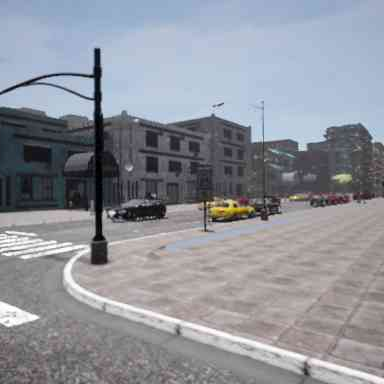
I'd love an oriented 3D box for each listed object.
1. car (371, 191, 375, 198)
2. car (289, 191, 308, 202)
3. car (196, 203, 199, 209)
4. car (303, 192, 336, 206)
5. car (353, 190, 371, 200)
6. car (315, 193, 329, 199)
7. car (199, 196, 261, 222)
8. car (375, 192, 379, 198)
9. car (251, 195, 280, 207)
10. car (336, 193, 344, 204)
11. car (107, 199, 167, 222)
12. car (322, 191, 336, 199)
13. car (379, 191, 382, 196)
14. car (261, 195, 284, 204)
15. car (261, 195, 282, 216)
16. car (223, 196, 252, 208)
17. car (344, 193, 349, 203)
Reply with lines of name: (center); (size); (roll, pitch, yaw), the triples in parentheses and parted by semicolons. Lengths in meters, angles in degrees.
car: (35.220, 0.729, 67.605); (1.947, 1.339, 4.313); (0, 0, 36)
car: (18.577, 0.957, 58.983); (1.752, 1.417, 4.829); (0, 0, 36)
car: (2.294, 1.214, 36.619); (1.752, 1.417, 4.829); (0, 0, 36)
car: (15.680, 1.019, 40.768); (2.008, 1.369, 4.403); (0, 0, 36)
car: (31.962, 0.528, 63.131); (2.192, 1.841, 5.009); (0, 0, 36)
car: (28.448, 0.861, 72.539); (1.802, 1.307, 4.206); (0, 0, 36)
car: (2.752, 1.199, 23.014); (1.752, 1.417, 4.829); (0, 0, 36)
car: (38.477, 0.679, 72.078); (1.947, 1.339, 4.313); (0, 0, 36)
car: (9.379, 1.100, 41.917); (1.812, 1.442, 4.674); (-1, 0, 36)
car: (18.937, 0.999, 45.241); (1.802, 1.307, 4.206); (0, 0, 36)
car: (-3.854, 1.276, 23.792); (2.128, 1.511, 4.902); (-1, 0, 36)
car: (31.704, 0.669, 77.011); (1.967, 1.590, 4.097); (0, 0, 36)
car: (41.559, 0.611, 76.298); (1.887, 1.381, 4.507); (0, 0, 36)
car: (12.165, 1.115, 50.176); (1.802, 1.307, 4.206); (0, 0, 36)
car: (5.909, 1.174, 27.350); (2.008, 1.369, 4.403); (0, 0, 36)
car: (5.651, 1.218, 41.230); (1.802, 1.307, 4.206); (0, 0, 36)
car: (22.192, 0.806, 49.714); (1.967, 1.590, 4.097); (0, 0, 36)
